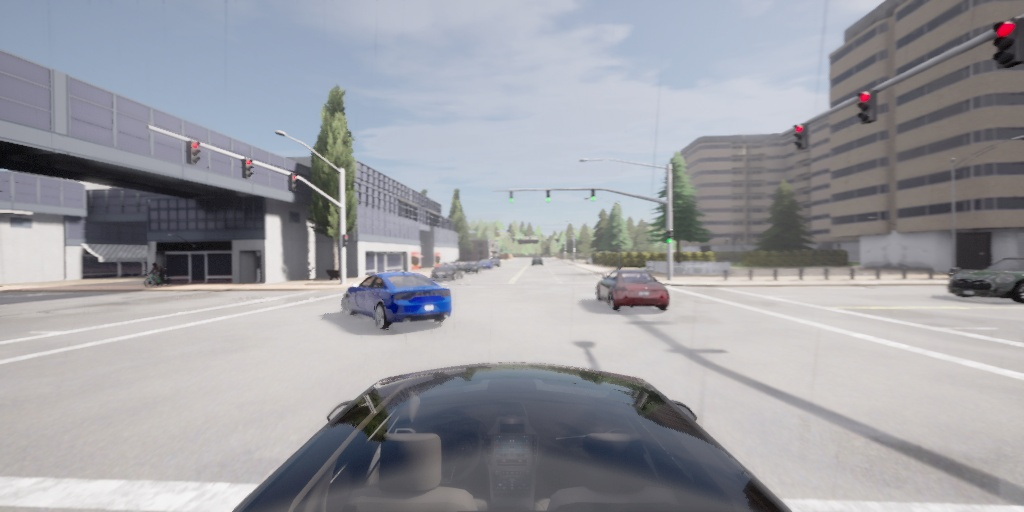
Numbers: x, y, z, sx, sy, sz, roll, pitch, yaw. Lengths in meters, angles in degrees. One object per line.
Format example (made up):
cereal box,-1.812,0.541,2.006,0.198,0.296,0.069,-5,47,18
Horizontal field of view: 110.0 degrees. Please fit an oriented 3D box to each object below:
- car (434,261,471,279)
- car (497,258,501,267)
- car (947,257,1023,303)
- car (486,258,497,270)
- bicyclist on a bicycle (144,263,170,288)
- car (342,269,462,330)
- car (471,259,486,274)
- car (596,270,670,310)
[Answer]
car,-5.200,1.221,29.567,2.128,1.511,4.902,-1,0,5
car,-2.887,1.098,60.033,2.128,1.511,4.902,-1,0,4
car,20.024,0.815,13.822,4.553,1.767,2.097,-1,0,4
car,-3.675,1.174,49.662,1.812,1.442,4.674,-1,0,5
bicyclist on a bicycle,-23.763,1.281,24.025,0.582,1.620,1.656,-1,0,4
car,-3.826,1.245,11.485,1.882,1.535,5.008,0,-1,-40
car,-4.448,1.253,39.499,1.994,1.385,4.181,-1,0,4
car,4.552,1.219,14.038,1.994,1.385,4.181,-1,0,4
